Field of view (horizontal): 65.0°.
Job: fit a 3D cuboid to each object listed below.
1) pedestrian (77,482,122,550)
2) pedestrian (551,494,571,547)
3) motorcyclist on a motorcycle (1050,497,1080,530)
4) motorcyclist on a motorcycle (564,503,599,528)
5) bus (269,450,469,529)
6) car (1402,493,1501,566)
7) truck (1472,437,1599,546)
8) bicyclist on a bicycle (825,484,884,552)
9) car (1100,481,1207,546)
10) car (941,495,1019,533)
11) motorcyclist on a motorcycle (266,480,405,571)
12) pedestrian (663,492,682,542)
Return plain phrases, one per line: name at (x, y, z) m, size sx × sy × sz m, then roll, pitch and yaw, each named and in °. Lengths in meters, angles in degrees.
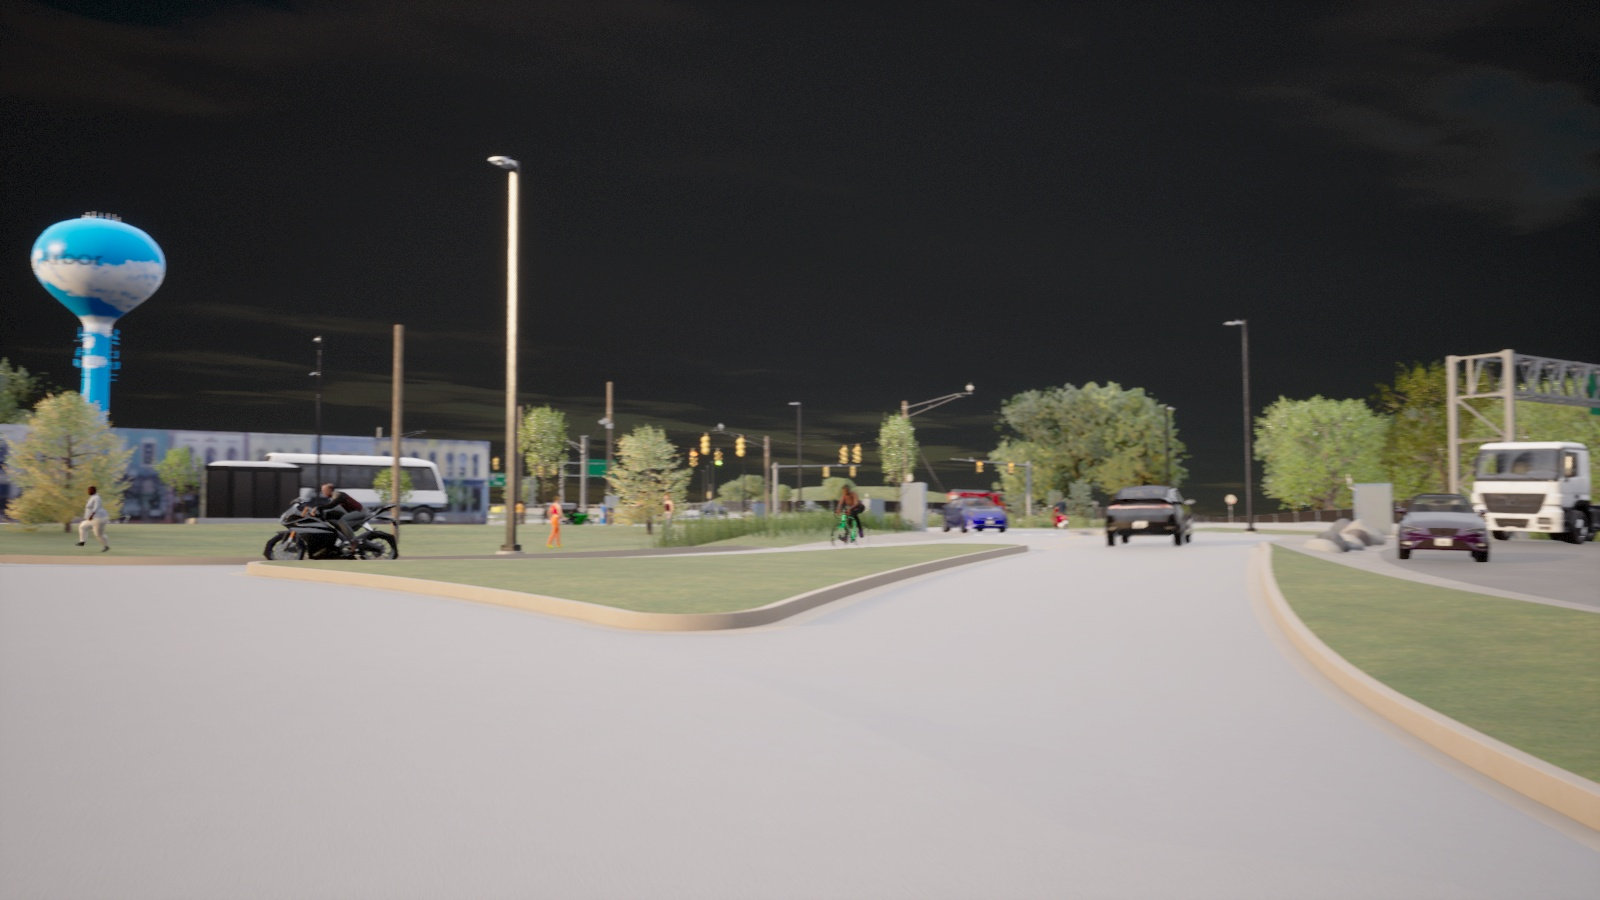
pedestrian at (-19.451, 1.848, 34.846) m, size 0.900 × 1.855 × 0.874 m, roll 3°, pitch -5°, yaw -39°
pedestrian at (-8.387, 2.485, 44.072) m, size 0.594 × 1.836 × 0.345 m, roll 3°, pitch -5°, yaw -37°
motorcyclist on a motorcycle at (12.843, 3.095, 60.952) m, size 0.866 × 1.590 × 1.817 m, roll 1°, pitch -3°, yaw -7°
motorcyclist on a motorcycle at (-13.776, 4.117, 79.028) m, size 2.044 × 1.523 × 0.797 m, roll 0°, pitch -4°, yaw -19°
bus at (-24.922, 2.428, 72.870) m, size 10.273 × 4.253 × 3.944 m, roll 3°, pitch -5°, yaw -32°
car at (14.429, 1.719, 27.971) m, size 1.816 × 1.474 × 4.193 m, roll 0°, pitch -2°, yaw 26°
truck at (26.852, 1.496, 43.387) m, size 7.936 × 3.462 × 2.891 m, roll 3°, pitch -2°, yaw -33°
bicyclist on a bicycle at (1.346, 1.658, 30.711) m, size 0.582 × 1.620 × 1.656 m, roll -3°, pitch -3°, yaw 37°
car at (9.074, 1.626, 31.945) m, size 2.128 × 1.511 × 4.902 m, roll -2°, pitch -3°, yaw 21°
car at (7.580, 2.699, 53.216) m, size 2.007 × 1.525 × 4.514 m, roll 0°, pitch -3°, yaw -9°
motorcyclist on a motorcycle at (-8.197, 1.346, 22.188) m, size 2.191 × 1.530 × 0.866 m, roll 2°, pitch -5°, yaw -27°
pedestrian at (-4.658, 2.464, 45.982) m, size 0.594 × 1.836 × 0.345 m, roll 3°, pitch -5°, yaw -38°
